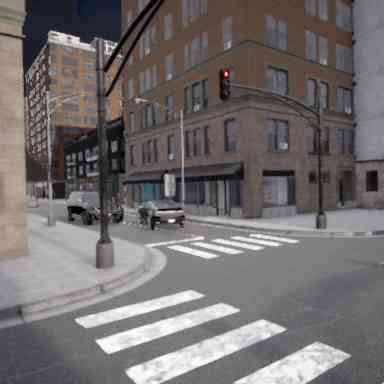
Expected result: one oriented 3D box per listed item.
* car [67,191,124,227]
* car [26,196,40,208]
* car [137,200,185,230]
[{"bbox_3d":[-6.342,0.948,21.288,2.150,2.045,5.566,-2,1,-36],"label":"car"},{"bbox_3d":[-19.370,1.169,39.470,1.812,1.442,4.674,-2,1,-35],"label":"car"},{"bbox_3d":[-1.858,1.203,18.914,2.128,1.511,4.902,-1,1,-20],"label":"car"}]
